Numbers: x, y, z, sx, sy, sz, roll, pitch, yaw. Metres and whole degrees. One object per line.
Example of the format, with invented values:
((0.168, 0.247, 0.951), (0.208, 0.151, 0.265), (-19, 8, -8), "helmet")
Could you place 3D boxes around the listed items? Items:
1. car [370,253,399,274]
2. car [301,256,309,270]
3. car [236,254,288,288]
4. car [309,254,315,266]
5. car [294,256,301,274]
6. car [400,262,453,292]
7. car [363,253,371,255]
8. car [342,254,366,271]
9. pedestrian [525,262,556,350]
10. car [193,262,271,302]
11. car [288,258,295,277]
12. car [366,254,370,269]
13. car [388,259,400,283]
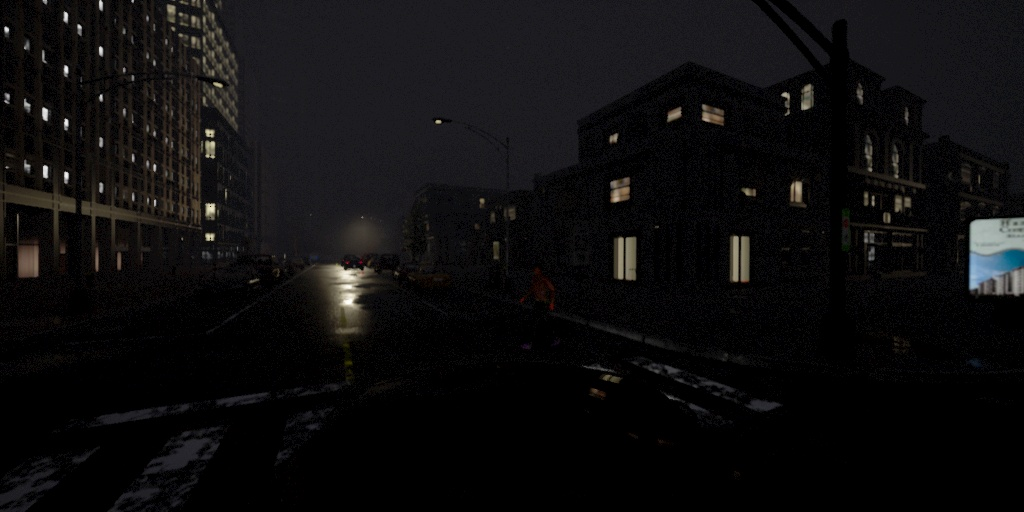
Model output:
((-11.800, 0.687, 33.937), (2.192, 1.841, 5.009), (0, 0, -26), "car")
((-24.136, 0.780, 40.020), (1.751, 1.417, 4.829), (0, 0, -26), "car")
((-14.429, 0.798, 20.303), (2.192, 1.841, 5.009), (0, 0, -26), "car")
((-29.101, 0.710, 50.107), (1.948, 1.339, 4.313), (0, 0, -26), "car")
((-19.320, 0.913, 30.237), (1.888, 1.381, 4.507), (0, 0, -26), "car")
((-4.539, 1.072, 19.187), (1.751, 1.417, 4.829), (0, 0, -26), "car")
((-19.137, 0.518, 48.839), (2.192, 1.841, 5.009), (0, 0, -26), "car")
((-17.222, 0.826, 38.988), (1.812, 1.442, 4.674), (0, 0, -26), "car")
((0.578, 0.976, 7.368), (0.375, 1.860, 0.375), (0, 0, -26), "pedestrian")
((-11.984, 1.093, 15.335), (2.007, 1.370, 4.403), (0, 0, -26), "car")
((-16.875, 0.976, 25.270), (2.007, 1.370, 4.403), (0, 0, -26), "car")
((-16.766, 0.785, 44.024), (1.751, 1.417, 4.829), (0, 0, -26), "car")
((-6.909, 1.070, 24.002), (1.802, 1.307, 4.207), (0, 0, -26), "car")
